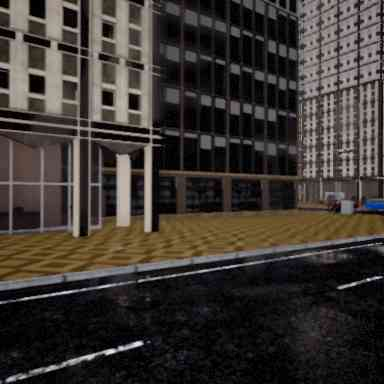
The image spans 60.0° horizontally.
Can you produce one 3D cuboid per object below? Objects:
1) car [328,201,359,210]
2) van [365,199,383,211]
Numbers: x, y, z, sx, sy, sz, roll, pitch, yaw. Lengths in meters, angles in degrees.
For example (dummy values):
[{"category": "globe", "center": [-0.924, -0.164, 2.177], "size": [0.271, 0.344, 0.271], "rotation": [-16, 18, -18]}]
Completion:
[{"category": "car", "center": [22.979, 2.004, 50.609], "size": [1.887, 1.381, 4.507], "rotation": [1, 0, -34]}, {"category": "van", "center": [26.160, 1.825, 46.075], "size": [1.690, 1.788, 3.998], "rotation": [1, 0, -34]}]
